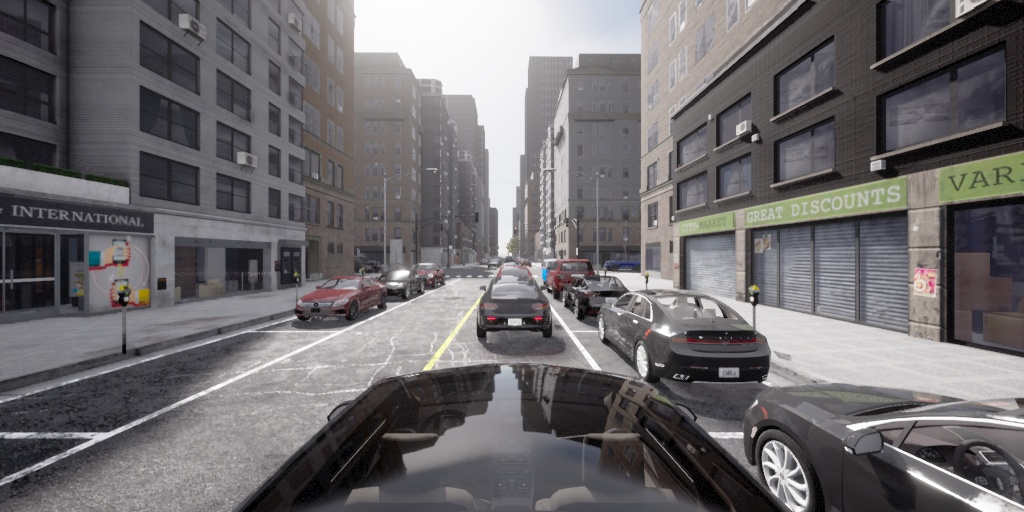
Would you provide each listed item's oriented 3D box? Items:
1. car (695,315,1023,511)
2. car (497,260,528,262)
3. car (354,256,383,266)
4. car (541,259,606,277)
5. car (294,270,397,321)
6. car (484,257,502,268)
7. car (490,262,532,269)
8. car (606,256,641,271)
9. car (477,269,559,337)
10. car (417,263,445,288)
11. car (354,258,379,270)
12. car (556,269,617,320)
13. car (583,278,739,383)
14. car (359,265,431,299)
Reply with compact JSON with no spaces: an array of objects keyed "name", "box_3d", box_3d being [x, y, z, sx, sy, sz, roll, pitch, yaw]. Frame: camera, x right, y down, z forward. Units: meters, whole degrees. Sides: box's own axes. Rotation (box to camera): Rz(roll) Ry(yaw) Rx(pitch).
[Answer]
[{"name":"car","box_3d":[2.859,1.300,1.383,2.007,1.370,4.403,0,0,0]},{"name":"car","box_3d":[0.079,1.255,27.662,1.837,1.490,4.892,0,0,2]},{"name":"car","box_3d":[-18.594,0.990,43.409,5.566,2.045,2.150,0,0,0]},{"name":"car","box_3d":[2.869,1.065,17.954,2.192,1.841,5.009,0,0,0]},{"name":"car","box_3d":[-5.661,1.332,12.427,1.802,1.307,4.207,0,0,0]},{"name":"car","box_3d":[-3.201,1.318,62.001,2.033,1.411,5.357,0,0,-1]},{"name":"car","box_3d":[0.108,1.228,17.490,1.882,1.535,5.008,0,0,0]},{"name":"car","box_3d":[14.858,0.960,47.004,5.566,2.045,2.150,0,0,2]},{"name":"car","box_3d":[0.043,1.276,10.141,1.812,1.442,4.674,0,0,0]},{"name":"car","box_3d":[-5.654,1.190,23.477,1.967,1.591,4.097,0,0,0]},{"name":"car","box_3d":[-17.962,1.269,40.163,4.892,1.490,1.837,0,0,0]},{"name":"car","box_3d":[2.865,1.316,12.430,1.948,1.339,4.313,0,0,0]},{"name":"car","box_3d":[2.862,1.300,6.906,2.007,1.370,4.403,0,0,0]},{"name":"car","box_3d":[-5.657,1.316,17.952,1.948,1.339,4.313,0,0,0]}]
